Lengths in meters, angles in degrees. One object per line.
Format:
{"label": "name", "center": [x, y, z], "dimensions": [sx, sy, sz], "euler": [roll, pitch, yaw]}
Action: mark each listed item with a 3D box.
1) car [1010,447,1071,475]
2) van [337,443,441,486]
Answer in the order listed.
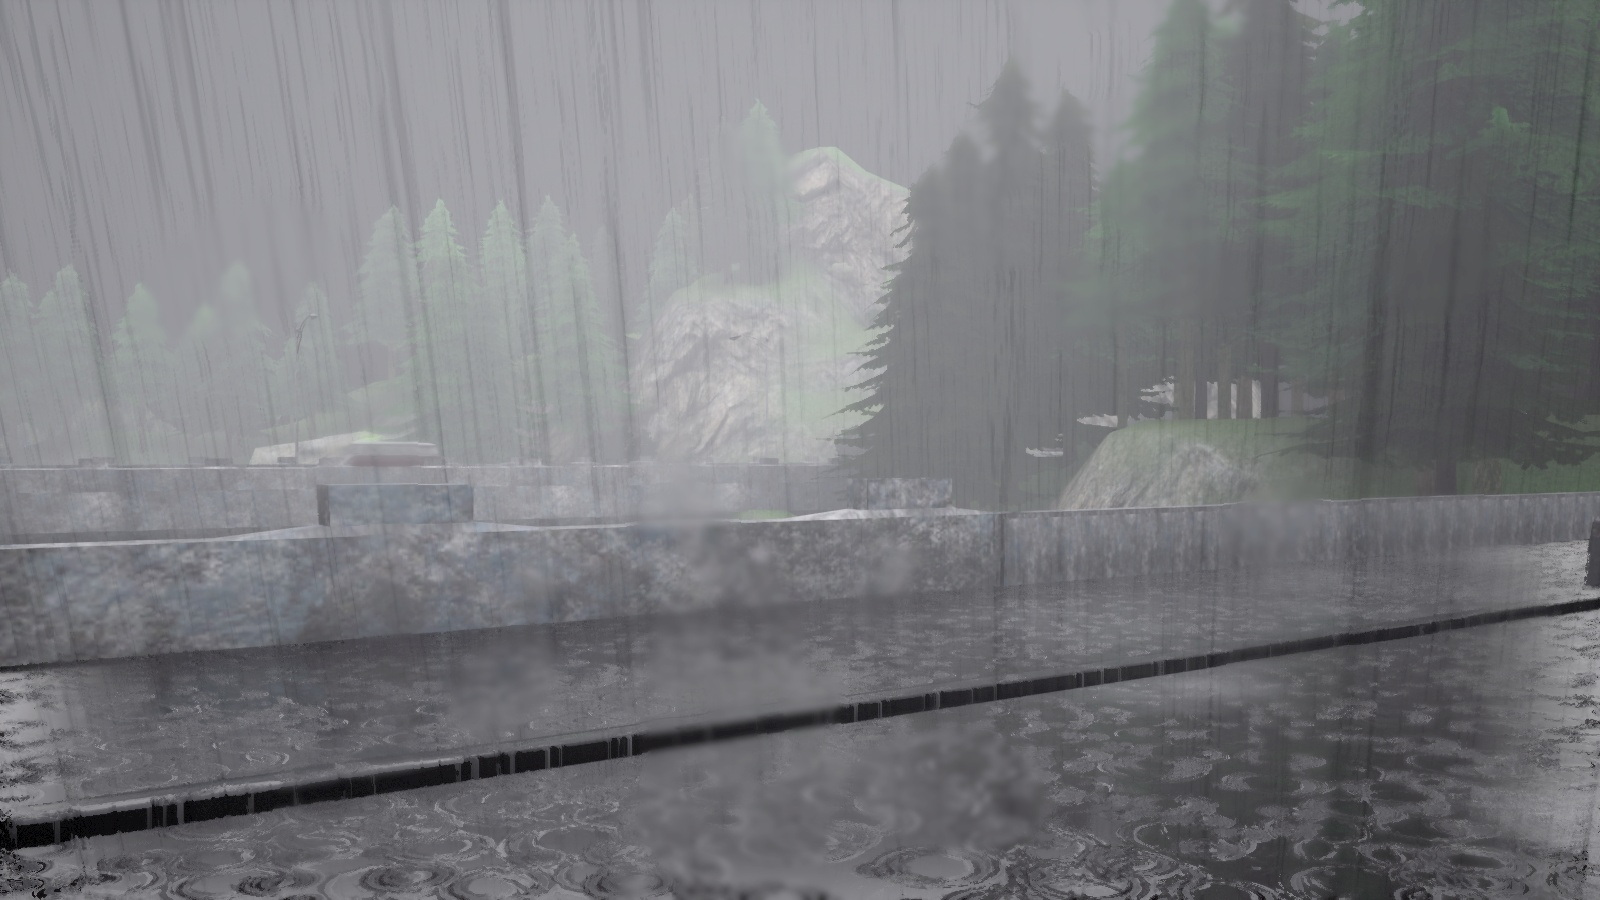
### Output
{"label": "car", "center": [16.442, 0.716, 85.857], "dimensions": [3.866, 1.878, 1.905], "euler": [0, 0, -35]}
{"label": "van", "center": [-19.795, 0.688, 60.583], "dimensions": [4.442, 1.987, 1.775], "euler": [0, 0, -35]}
